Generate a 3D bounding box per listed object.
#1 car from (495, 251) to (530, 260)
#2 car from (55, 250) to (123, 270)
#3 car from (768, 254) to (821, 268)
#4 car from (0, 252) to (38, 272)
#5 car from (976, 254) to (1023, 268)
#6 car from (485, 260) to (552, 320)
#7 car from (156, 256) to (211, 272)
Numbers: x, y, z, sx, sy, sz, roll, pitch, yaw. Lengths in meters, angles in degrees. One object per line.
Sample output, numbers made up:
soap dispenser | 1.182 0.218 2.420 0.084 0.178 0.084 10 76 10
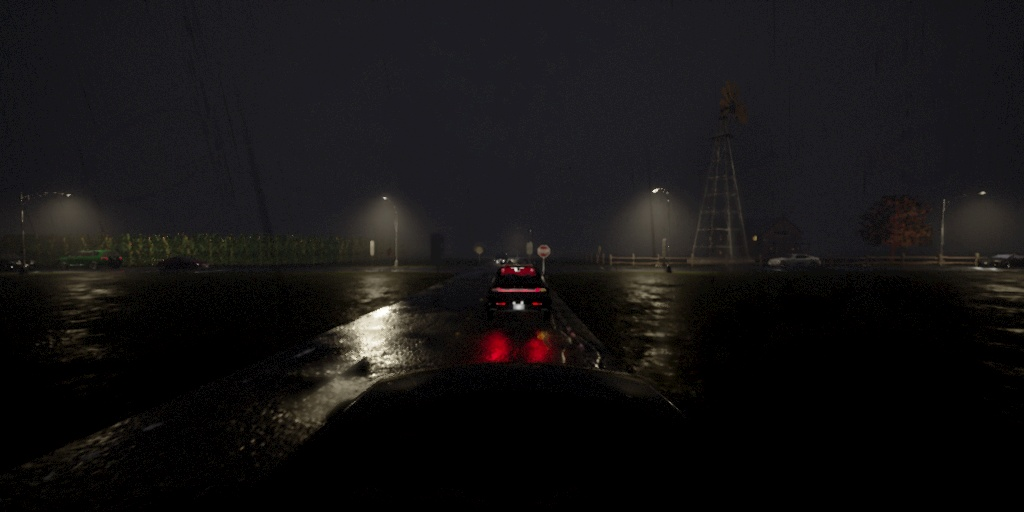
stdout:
car | 0.333 0.745 21.251 2.097 1.767 4.553 0 1 1
car | -45.652 0.421 38.798 5.566 2.045 2.150 0 2 0
car | 29.191 0.510 37.108 4.674 1.442 1.812 0 2 3
car | -51.487 0.636 36.013 5.566 2.045 2.150 0 2 0
car | 49.603 0.517 35.898 4.181 1.385 1.994 0 2 4
car | 0.208 1.059 11.642 2.128 1.511 4.902 0 1 1
car | -32.861 0.771 35.891 4.674 1.442 1.812 0 2 0
